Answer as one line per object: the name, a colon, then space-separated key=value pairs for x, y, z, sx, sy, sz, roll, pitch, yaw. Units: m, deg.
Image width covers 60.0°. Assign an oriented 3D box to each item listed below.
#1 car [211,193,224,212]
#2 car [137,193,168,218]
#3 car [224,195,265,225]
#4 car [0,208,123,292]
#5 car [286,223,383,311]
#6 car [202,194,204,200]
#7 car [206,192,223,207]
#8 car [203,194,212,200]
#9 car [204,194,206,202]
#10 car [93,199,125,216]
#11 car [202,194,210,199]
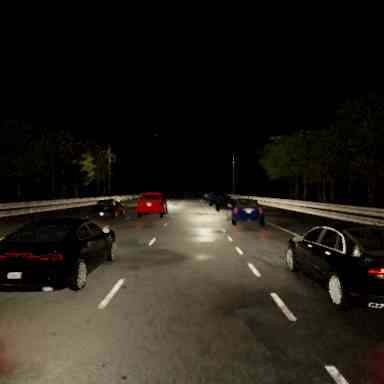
car: x=3.537 y=1.264 z=36.282 sx=2.033 sy=1.649 sz=4.856 roll=0 pitch=0 yaw=0
car: x=-3.377 y=1.085 z=29.012 sx=2.150 sy=2.045 sz=5.566 roll=0 pitch=0 yaw=0
car: x=3.613 y=1.239 z=23.073 sx=2.097 sy=1.767 sz=4.553 roll=0 pitch=0 yaw=1
car: x=-3.395 y=1.433 z=8.859 sx=1.882 sy=1.535 sz=5.008 roll=0 pitch=0 yaw=0
car: x=3.606 y=1.465 z=7.643 sx=1.837 sy=1.490 sz=4.892 roll=0 pitch=0 yaw=0
car: x=3.664 y=1.270 z=69.244 sx=1.994 sy=1.385 sz=4.181 roll=0 pitch=0 yaw=0
car: x=3.567 y=1.012 z=47.297 sx=2.150 sy=2.045 sz=5.566 roll=0 pitch=0 yaw=0
car: x=3.722 y=1.156 z=80.244 sx=2.128 sy=1.511 sz=4.902 roll=0 pitch=0 yaw=0
car: x=3.610 y=1.240 z=58.256 sx=2.128 sy=1.511 sz=4.902 roll=0 pitch=0 yaw=0
car: x=-6.876 y=1.374 z=27.757 sx=1.837 sy=1.490 sz=4.892 roll=0 pitch=1 yaw=0
car: x=3.781 y=1.167 z=91.244 sx=2.033 sy=1.411 sz=5.357 roll=0 pitch=0 yaw=0
